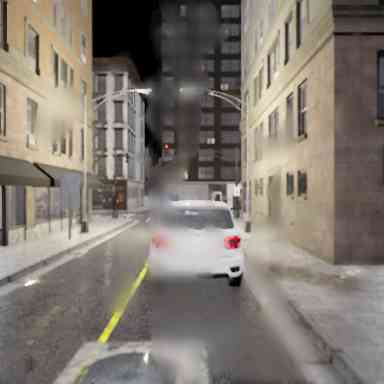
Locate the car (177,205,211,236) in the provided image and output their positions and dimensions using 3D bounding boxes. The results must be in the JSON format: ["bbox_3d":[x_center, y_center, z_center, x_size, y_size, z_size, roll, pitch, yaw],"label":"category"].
[{"bbox_3d":[0.099,1.605,19.911,1.812,1.442,4.674,0,0,0],"label":"car"}]

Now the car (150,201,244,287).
[{"bbox_3d":[0.108,1.257,9.593,2.150,2.045,5.566,0,-1,0],"label":"car"}]
